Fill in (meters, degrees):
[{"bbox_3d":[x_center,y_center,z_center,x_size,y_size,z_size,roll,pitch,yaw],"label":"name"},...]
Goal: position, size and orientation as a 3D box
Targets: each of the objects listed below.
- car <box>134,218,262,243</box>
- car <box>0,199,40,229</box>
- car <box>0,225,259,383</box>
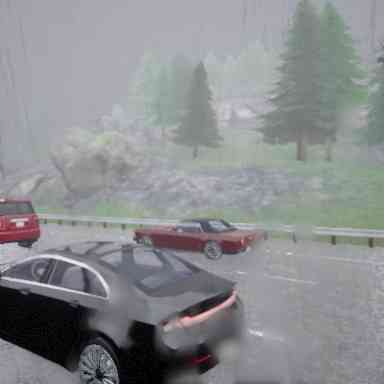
[{"bbox_3d":[0.043,1.619,12.319,4.718,1.301,1.895,0,0,34],"label":"car"},{"bbox_3d":[-8.609,1.301,13.669,5.566,2.045,2.150,0,0,32],"label":"car"},{"bbox_3d":[-1.619,1.509,4.978,4.902,1.511,2.128,0,0,34],"label":"car"}]
